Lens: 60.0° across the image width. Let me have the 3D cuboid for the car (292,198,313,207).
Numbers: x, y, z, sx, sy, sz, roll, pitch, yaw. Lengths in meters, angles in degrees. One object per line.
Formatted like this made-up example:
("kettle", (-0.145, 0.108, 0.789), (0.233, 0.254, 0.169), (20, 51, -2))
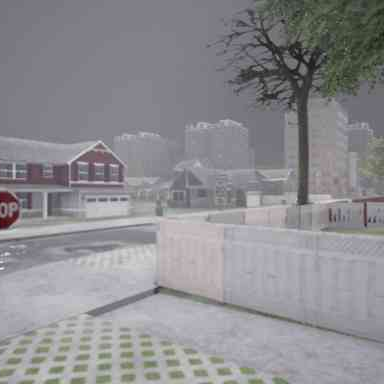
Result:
("car", (15.277, 1.521, 45.937), (2.128, 1.511, 4.902), (-1, 0, 35))
